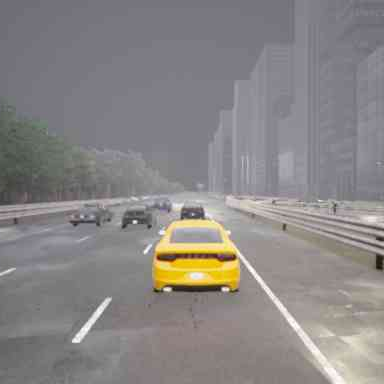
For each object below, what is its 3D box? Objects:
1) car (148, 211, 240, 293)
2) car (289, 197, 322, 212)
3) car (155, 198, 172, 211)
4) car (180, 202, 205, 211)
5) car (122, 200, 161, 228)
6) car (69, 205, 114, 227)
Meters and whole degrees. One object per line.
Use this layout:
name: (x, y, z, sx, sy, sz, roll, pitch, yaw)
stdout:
car: (0.088, 1.495, 8.969, 1.882, 1.535, 5.008, 0, 0, 0)
car: (14.062, 1.532, 41.682, 2.097, 1.767, 4.553, 0, 0, -17)
car: (-3.457, 1.448, 38.959, 2.097, 1.767, 4.553, 0, 0, 0)
car: (0.059, 1.539, 27.404, 1.882, 1.535, 5.008, 0, 0, 0)
car: (-3.431, 1.555, 22.397, 1.837, 1.490, 4.892, 0, 0, 0)
car: (-6.934, 1.603, 23.458, 2.033, 1.411, 5.357, 0, 0, 0)
